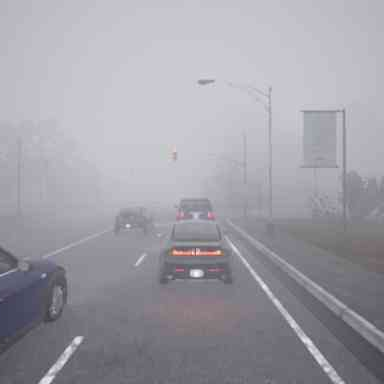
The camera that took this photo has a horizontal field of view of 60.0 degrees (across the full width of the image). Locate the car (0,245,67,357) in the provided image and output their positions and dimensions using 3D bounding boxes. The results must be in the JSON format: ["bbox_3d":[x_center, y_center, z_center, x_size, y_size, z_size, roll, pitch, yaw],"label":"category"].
[{"bbox_3d":[-3.401,1.376,4.440,2.097,1.767,4.553,0,0,0],"label":"car"}]

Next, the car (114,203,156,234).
[{"bbox_3d":[-3.403,1.610,20.129,1.837,1.490,4.892,0,-2,0],"label":"car"}]

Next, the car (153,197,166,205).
[{"bbox_3d":[-7.009,1.902,69.922,1.812,1.442,4.674,0,0,0],"label":"car"}]

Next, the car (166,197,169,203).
[{"bbox_3d":[-7.011,1.999,85.499,2.033,1.411,5.357,0,0,0],"label":"car"}]

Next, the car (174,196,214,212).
[{"bbox_3d":[0.121,1.328,19.604,2.150,2.045,5.566,0,0,-2],"label":"car"}]

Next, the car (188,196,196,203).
[{"bbox_3d":[-0.012,1.943,87.304,1.882,1.535,5.008,0,0,0],"label":"car"}]

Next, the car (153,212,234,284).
[{"bbox_3d":[0.099,1.558,9.755,1.837,1.490,4.892,0,0,0],"label":"car"}]

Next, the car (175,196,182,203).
[{"bbox_3d":[-3.511,1.943,87.304,1.882,1.535,5.008,0,0,0],"label":"car"}]
